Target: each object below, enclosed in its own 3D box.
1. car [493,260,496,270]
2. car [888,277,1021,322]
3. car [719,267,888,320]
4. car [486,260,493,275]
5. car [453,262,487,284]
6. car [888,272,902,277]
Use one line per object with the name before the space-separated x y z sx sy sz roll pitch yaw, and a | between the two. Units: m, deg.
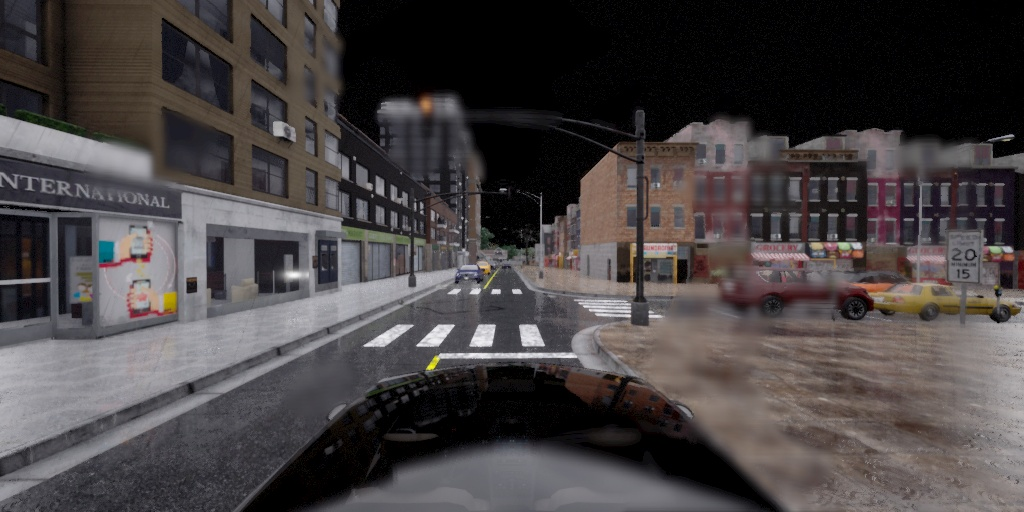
car | -3.771 1.503 61.577 2.097 1.767 4.553 0 -1 -1
car | 16.316 1.658 13.729 4.829 1.417 1.751 0 0 -1
car | 10.602 1.346 13.643 5.009 1.841 2.192 0 0 -1
car | -3.521 1.396 41.709 1.882 1.535 5.008 0 -1 -1
car | -3.292 1.351 28.252 1.812 1.442 4.674 0 0 0
car | 16.583 1.470 16.261 4.553 1.767 2.097 1 1 -1
